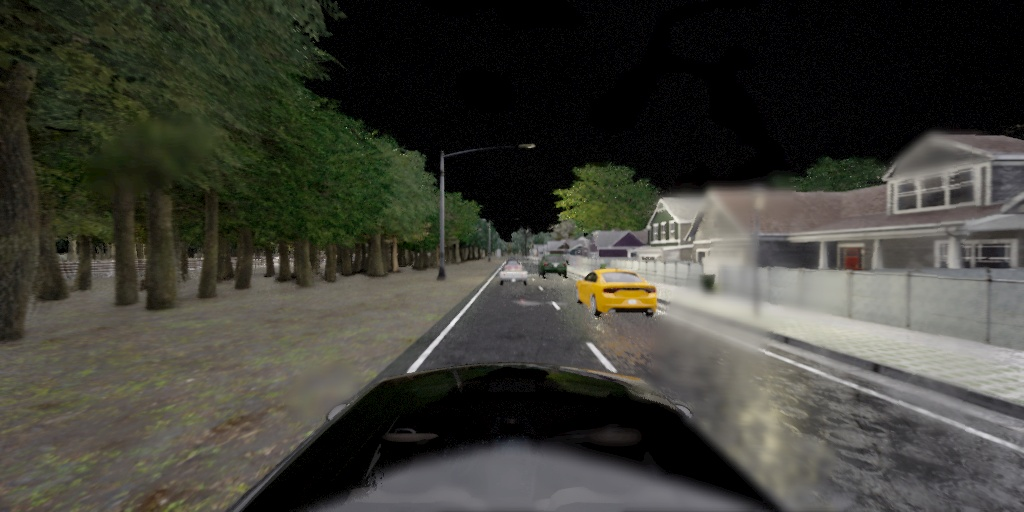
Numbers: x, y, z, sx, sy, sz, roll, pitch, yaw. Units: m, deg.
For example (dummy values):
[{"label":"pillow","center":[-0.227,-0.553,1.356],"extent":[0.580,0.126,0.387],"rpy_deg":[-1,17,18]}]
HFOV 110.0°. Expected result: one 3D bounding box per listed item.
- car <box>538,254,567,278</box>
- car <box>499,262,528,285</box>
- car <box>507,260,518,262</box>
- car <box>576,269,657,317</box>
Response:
[{"label":"car","center":[3.601,0.871,32.213],"extent":[2.150,2.045,5.566],"rpy_deg":[0,0,0]},{"label":"car","center":[0.099,1.287,25.483],"extent":[1.895,1.301,4.718],"rpy_deg":[0,0,0]},{"label":"car","center":[0.100,1.165,39.878],"extent":[1.994,1.385,4.181],"rpy_deg":[0,1,0]},{"label":"car","center":[3.598,1.209,13.177],"extent":[1.882,1.535,5.008],"rpy_deg":[0,0,0]}]
